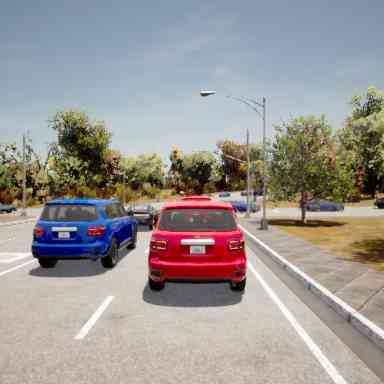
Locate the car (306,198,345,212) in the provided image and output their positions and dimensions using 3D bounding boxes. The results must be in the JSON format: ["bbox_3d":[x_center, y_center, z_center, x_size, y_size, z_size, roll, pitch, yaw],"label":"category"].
[{"bbox_3d":[15.745,1.614,39.374,4.181,1.385,1.994,-1,0,4],"label":"car"}]

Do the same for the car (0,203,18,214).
[{"bbox_3d":[-22.982,1.815,38.022,5.357,1.411,2.033,-2,0,3],"label":"car"}]

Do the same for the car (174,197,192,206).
[{"bbox_3d":[-1.502,1.662,59.003,1.994,1.385,4.181,0,1,16],"label":"car"}]

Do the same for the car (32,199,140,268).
[{"bbox_3d":[-3.350,1.235,11.475,2.150,2.045,5.566,0,0,1],"label":"car"}]

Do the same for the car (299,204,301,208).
[{"bbox_3d":[16.275,1.562,42.850,4.892,1.490,1.837,-1,0,3],"label":"car"}]

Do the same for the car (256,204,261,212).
[{"bbox_3d":[5.180,1.573,37.301,5.008,1.535,1.882,0,1,27],"label":"car"}]

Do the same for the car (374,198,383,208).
[{"bbox_3d":[26.241,1.060,42.249,5.566,2.045,2.150,-2,0,3],"label":"car"}]

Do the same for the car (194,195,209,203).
[{"bbox_3d":[1.999,1.353,69.430,1.812,1.442,4.674,0,2,21],"label":"car"}]

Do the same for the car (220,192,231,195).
[{"bbox_3d":[8.102,0.642,82.614,1.812,1.442,4.674,0,3,28],"label":"car"}]

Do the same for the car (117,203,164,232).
[{"bbox_3d":[-3.163,1.536,21.327,2.128,1.511,4.902,0,0,1],"label":"car"}]

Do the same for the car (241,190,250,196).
[{"bbox_3d":[14.273,0.262,86.320,2.128,1.511,4.902,0,3,33],"label":"car"}]

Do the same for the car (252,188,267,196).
[{"bbox_3d":[17.588,-0.079,85.035,2.150,2.045,5.566,0,3,33],"label":"car"}]

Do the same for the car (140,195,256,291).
[{"bbox_3d":[0.131,1.230,9.195,2.150,2.045,5.566,0,0,0],"label":"car"}]
